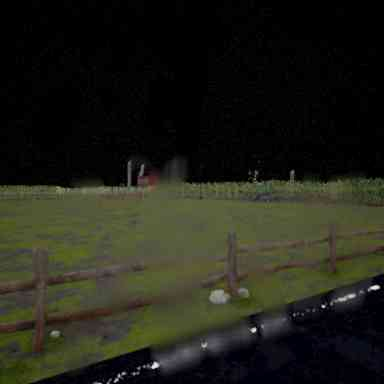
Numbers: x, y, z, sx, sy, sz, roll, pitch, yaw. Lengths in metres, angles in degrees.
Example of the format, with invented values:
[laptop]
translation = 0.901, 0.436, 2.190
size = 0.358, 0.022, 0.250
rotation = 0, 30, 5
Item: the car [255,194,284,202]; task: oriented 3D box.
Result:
[car]
translation = 13.610, 0.977, 58.644
size = 2.033, 1.411, 5.357
rotation = 1, 0, -35
